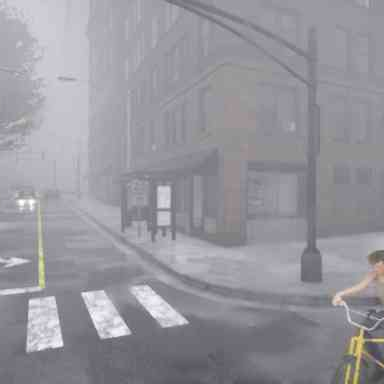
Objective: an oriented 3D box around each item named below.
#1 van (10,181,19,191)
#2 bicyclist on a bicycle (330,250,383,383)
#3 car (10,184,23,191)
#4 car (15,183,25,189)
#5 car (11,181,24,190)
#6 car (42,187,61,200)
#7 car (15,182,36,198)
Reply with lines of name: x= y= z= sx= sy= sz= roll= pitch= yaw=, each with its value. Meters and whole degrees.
van: x=-33.924 y=-1.077 z=64.021 sx=1.690 sy=1.788 sz=3.998 roll=2 pitch=1 yaw=-25
bicyclist on a bicycle: x=2.044 y=1.448 z=3.636 sx=1.509 sy=1.612 sz=0.866 roll=-3 pitch=0 yaw=-25
car: x=-35.334 y=-0.967 z=67.033 sx=2.008 sy=1.369 sz=4.403 roll=2 pitch=1 yaw=-25
car: x=-41.899 y=-1.426 z=81.138 sx=1.887 sy=1.381 sz=4.507 roll=2 pitch=1 yaw=-25
car: x=-37.426 y=-1.350 z=71.547 sx=2.192 sy=1.841 sz=5.009 roll=2 pitch=1 yaw=-25
car: x=-17.416 y=0.164 z=41.274 sx=1.837 sy=1.490 sz=4.892 roll=0 pitch=3 yaw=-25
car: x=-21.619 y=-0.088 z=43.699 sx=2.128 sy=1.511 sz=4.902 roll=0 pitch=3 yaw=-25
